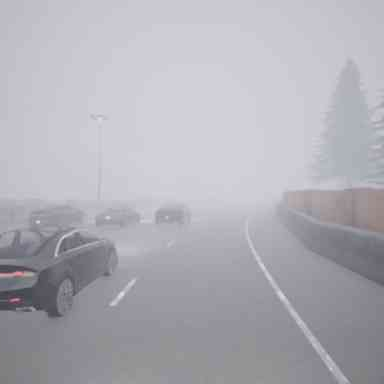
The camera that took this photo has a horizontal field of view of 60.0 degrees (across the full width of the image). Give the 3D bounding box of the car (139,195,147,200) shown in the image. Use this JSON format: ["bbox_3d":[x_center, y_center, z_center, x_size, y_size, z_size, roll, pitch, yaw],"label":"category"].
[{"bbox_3d":[-11.077,1.574,81.456,1.812,1.442,4.674,0,0,27],"label":"car"}]

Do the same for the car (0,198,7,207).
[{"bbox_3d":[-22.899,1.489,40.819,2.128,1.511,4.902,0,0,14],"label":"car"}]

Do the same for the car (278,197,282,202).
[{"bbox_3d":[18.834,1.714,68.024,1.812,1.442,4.674,0,0,29],"label":"car"}]

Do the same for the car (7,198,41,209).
[{"bbox_3d":[-19.434,1.512,40.265,1.837,1.490,4.892,0,0,14],"label":"car"}]

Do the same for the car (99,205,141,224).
[{"bbox_3d":[-4.961,1.589,22.799,1.994,1.385,4.181,0,0,9],"label":"car"}]

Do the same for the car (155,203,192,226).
[{"bbox_3d":[-1.242,1.518,23.969,1.882,1.535,5.008,0,0,9],"label":"car"}]

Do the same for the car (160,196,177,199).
[{"bbox_3d":[-4.957,1.624,78.058,1.994,1.385,4.181,0,0,27],"label":"car"}]

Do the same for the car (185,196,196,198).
[{"bbox_3d":[-0.503,1.624,78.980,2.033,1.411,5.357,0,0,29],"label":"car"}]

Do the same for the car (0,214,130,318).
[{"bbox_3d":[-3.097,1.495,7.417,2.128,1.511,4.902,0,0,3],"label":"car"}]

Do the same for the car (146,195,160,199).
[{"bbox_3d":[-8.017,1.601,79.757,2.033,1.411,5.357,0,0,27],"label":"car"}]

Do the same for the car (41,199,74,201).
[{"bbox_3d":[-15.616,1.571,41.162,2.033,1.411,5.357,0,0,15],"label":"car"}]

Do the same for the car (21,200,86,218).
[{"bbox_3d":[-8.650,1.516,21.892,1.837,1.490,4.892,0,0,8],"label":"car"}]
